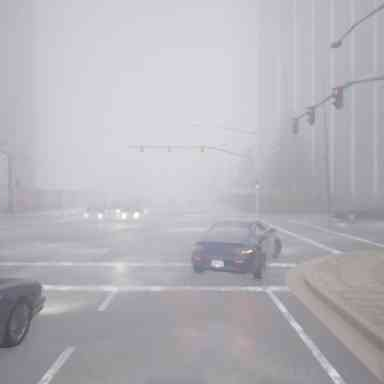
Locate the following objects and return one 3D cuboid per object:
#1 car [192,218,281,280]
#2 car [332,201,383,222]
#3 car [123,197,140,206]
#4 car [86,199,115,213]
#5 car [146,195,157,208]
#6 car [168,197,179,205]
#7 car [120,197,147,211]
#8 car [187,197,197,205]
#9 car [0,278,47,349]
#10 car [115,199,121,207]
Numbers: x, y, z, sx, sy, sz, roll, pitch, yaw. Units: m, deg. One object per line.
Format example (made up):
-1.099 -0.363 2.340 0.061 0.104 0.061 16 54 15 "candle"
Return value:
1.469 1.523 10.084 1.812 1.442 4.674 0 0 22 "car"
13.268 1.458 25.196 5.008 1.535 1.882 0 0 0 "car"
-10.539 1.631 58.162 2.033 1.411 5.357 0 0 0 "car"
-10.598 1.580 38.142 1.812 1.442 4.674 0 0 0 "car"
-7.083 1.563 50.280 2.128 1.511 4.902 0 0 0 "car"
-3.497 1.636 62.366 2.033 1.411 5.357 0 0 0 "car"
-7.097 1.659 40.951 1.895 1.301 4.718 0 0 0 "car"
0.003 1.636 62.365 2.033 1.411 5.357 0 0 0 "car"
-3.420 1.553 3.224 2.033 1.411 5.357 0 0 0 "car"
-10.590 1.668 47.244 1.895 1.301 4.718 0 0 0 "car"
